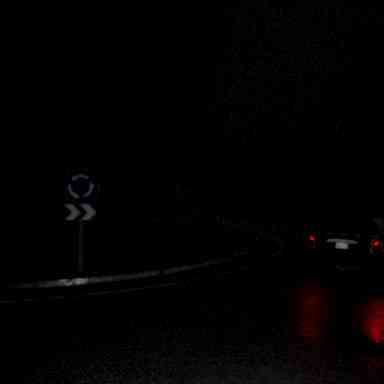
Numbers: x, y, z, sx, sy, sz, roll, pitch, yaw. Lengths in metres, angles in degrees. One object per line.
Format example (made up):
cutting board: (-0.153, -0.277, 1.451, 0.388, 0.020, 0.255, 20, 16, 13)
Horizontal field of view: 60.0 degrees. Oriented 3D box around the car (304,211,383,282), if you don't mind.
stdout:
car: (5.109, 1.417, 10.296, 2.097, 1.767, 4.553, 0, 0, 36)
